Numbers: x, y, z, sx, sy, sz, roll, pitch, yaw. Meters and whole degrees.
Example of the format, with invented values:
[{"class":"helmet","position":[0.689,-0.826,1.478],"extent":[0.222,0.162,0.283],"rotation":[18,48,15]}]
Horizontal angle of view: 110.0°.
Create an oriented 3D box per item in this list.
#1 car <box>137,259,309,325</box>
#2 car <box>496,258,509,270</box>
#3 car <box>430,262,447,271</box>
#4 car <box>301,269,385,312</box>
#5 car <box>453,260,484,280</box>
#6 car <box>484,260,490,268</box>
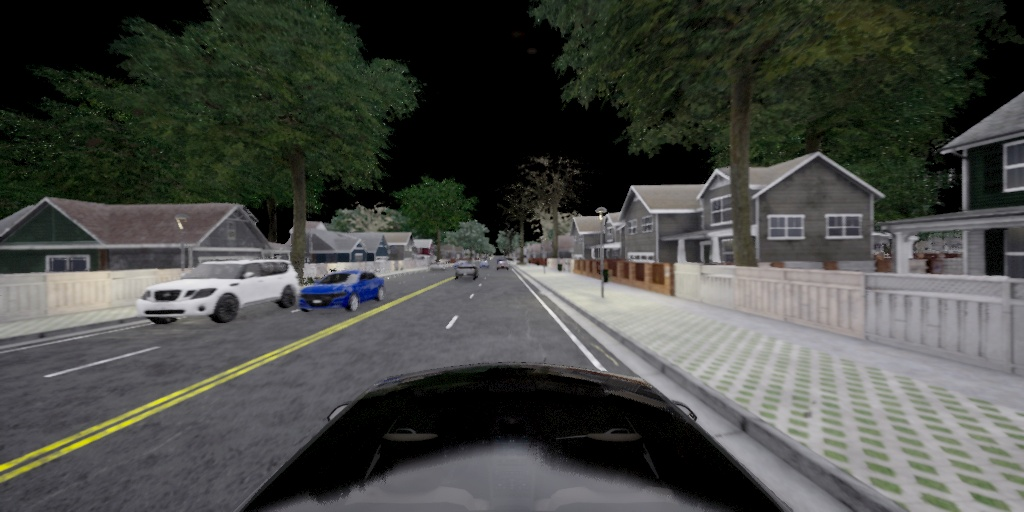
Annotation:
[{"class":"car","position":[-10.136,1.134,13.103],"extent":[2.150,2.045,5.566],"rotation":[-1,0,-2]},{"class":"car","position":[-1.443,1.415,55.762],"extent":[2.033,1.411,5.357],"rotation":[-1,0,-2]},{"class":"car","position":[-11.318,1.617,54.967],"extent":[1.895,1.301,4.718],"rotation":[-1,0,-1]},{"class":"car","position":[-6.941,1.344,15.151],"extent":[1.882,1.535,5.008],"rotation":[-1,0,-2]},{"class":"car","position":[-4.008,1.343,32.615],"extent":[2.128,1.511,4.902],"rotation":[-1,0,-2]},{"class":"car","position":[-4.964,1.494,64.938],"extent":[2.033,1.411,5.357],"rotation":[-1,0,-2]}]
